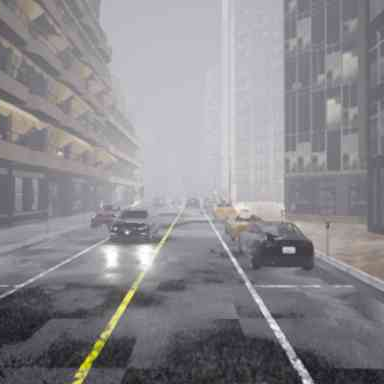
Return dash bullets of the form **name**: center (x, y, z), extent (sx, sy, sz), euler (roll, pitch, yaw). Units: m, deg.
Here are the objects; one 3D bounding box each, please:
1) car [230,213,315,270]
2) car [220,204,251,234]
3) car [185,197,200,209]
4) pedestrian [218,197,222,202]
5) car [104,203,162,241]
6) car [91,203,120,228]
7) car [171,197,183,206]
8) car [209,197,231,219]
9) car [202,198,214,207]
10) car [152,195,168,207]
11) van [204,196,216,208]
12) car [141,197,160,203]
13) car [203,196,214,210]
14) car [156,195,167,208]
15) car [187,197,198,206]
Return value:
- **car**: center (2.588, 1.588, 10.937), extent (1.947, 1.339, 4.313), euler (0, 0, 0)
- **car**: center (2.597, 1.561, 16.644), extent (1.752, 1.417, 4.829), euler (0, 0, 0)
- **car**: center (0.113, 1.477, 47.957), extent (2.097, 1.767, 4.553), euler (0, 0, 1)
- **pedestrian**: center (2.802, 1.372, 32.810), extent (0.375, 1.860, 0.375), euler (0, -1, 0)
- **car**: center (-2.823, 1.542, 16.946), extent (1.837, 1.490, 4.892), euler (0, 0, 0)
- **car**: center (-5.274, 1.490, 22.014), extent (1.967, 1.590, 4.097), euler (0, 0, 0)
- **car**: center (-2.657, 1.610, 58.969), extent (1.812, 1.442, 4.674), euler (0, 0, 0)
- **car**: center (2.797, 1.526, 29.810), extent (1.801, 1.575, 5.366), euler (0, 0, 0)
- **car**: center (2.657, 1.678, 55.394), extent (1.752, 1.417, 4.829), euler (0, 0, 0)
- **car**: center (-5.222, 1.468, 55.230), extent (2.192, 1.841, 5.009), euler (0, 0, 0)
- **van**: center (2.650, 1.473, 49.688), extent (1.690, 1.788, 3.998), euler (0, 0, 0)
- **car**: center (-5.249, 1.647, 38.623), extent (2.008, 1.369, 4.403), euler (0, 0, 0)
- **car**: center (2.640, 1.639, 44.323), extent (1.752, 1.417, 4.829), euler (0, 0, 0)
- **car**: center (-5.231, 1.573, 49.694), extent (1.967, 1.590, 4.097), euler (0, 0, 0)
- **car**: center (0.096, 1.701, 60.959), extent (1.812, 1.442, 4.674), euler (0, 0, 0)
